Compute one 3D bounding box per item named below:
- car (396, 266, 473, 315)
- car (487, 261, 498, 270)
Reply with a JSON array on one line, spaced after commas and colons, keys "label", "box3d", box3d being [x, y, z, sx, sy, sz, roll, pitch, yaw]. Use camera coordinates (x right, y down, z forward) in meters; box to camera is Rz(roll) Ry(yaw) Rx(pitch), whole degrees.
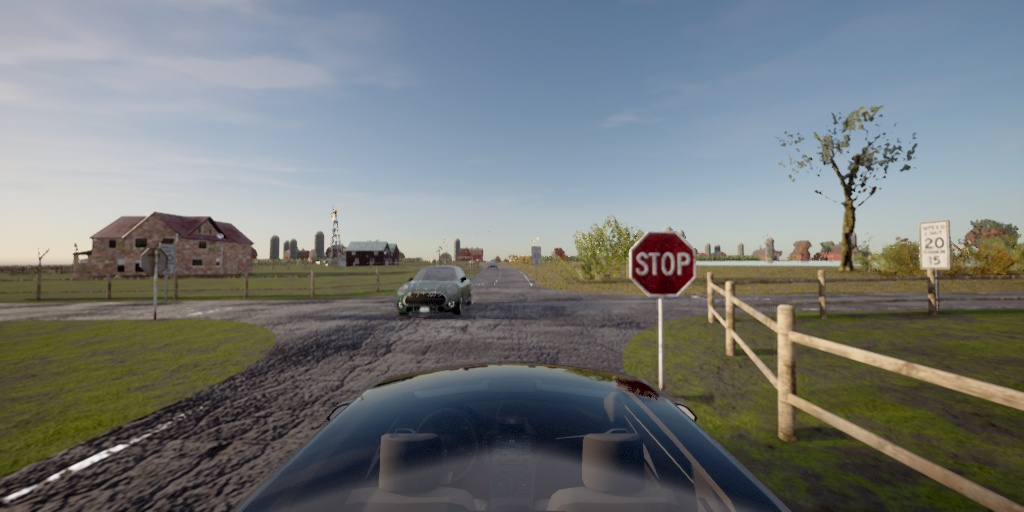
[{"label": "car", "box3d": [-2.737, 1.152, 13.509, 2.097, 1.767, 4.553, -1, -2, 0]}, {"label": "car", "box3d": [-3.327, 1.584, 61.671, 2.033, 1.411, 5.357, 0, 0, -3]}]
